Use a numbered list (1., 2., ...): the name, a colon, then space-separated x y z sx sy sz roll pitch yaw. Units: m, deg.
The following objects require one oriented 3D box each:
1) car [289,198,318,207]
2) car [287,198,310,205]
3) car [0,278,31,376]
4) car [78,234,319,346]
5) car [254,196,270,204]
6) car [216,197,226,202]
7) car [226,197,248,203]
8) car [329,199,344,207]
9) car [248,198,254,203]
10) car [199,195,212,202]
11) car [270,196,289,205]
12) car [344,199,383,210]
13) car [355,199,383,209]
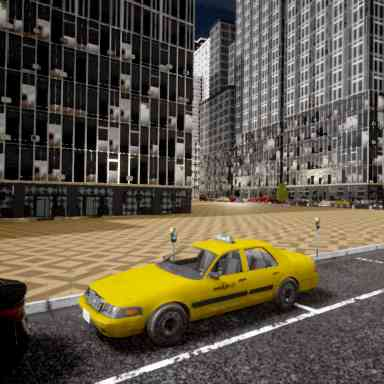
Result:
1. car: 18.363 1.714 53.552 2.008 1.369 4.403 1 -1 -22
2. car: 21.434 1.924 66.900 2.008 1.369 4.403 1 -1 -22
3. car: -3.954 1.565 3.265 4.313 1.339 1.947 0 1 -36
4. car: 0.410 1.528 6.323 4.829 1.417 1.752 0 1 -35
5. car: 17.217 1.751 77.265 2.192 1.841 5.009 1 -1 -22
6. car: 7.881 1.843 79.289 1.752 1.417 4.829 1 -1 -22
7. car: 9.927 1.728 74.269 1.967 1.590 4.097 1 -1 -22
8. car: 25.591 1.838 56.695 1.752 1.417 4.829 1 -1 -22
9. car: 15.103 2.049 82.443 1.802 1.307 4.206 1 -1 -22
10. car: 3.601 1.696 89.806 2.192 1.841 5.009 1 -1 -22
11. car: 16.255 1.634 58.732 1.967 1.590 4.097 1 -1 -22
12. car: 22.581 1.651 43.194 2.008 1.369 4.403 1 -1 -22
13. car: 27.765 1.831 51.356 2.008 1.369 4.403 1 -1 -22
